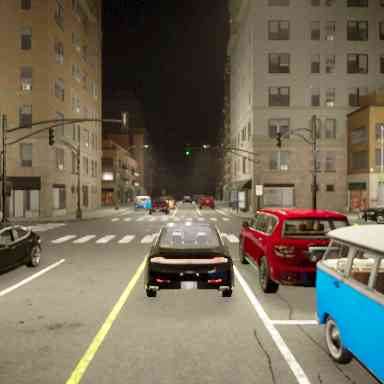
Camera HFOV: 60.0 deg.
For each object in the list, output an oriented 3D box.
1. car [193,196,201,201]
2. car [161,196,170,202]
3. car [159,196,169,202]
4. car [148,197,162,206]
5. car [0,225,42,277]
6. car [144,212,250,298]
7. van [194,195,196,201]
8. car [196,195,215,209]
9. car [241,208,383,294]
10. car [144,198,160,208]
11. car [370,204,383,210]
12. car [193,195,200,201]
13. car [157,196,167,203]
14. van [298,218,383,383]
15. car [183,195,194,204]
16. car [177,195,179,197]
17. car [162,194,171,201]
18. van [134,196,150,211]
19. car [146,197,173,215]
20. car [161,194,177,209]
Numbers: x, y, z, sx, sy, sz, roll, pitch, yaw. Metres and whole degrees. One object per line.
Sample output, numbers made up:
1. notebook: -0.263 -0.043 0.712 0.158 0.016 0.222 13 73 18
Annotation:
1. car: 1.318 1.694 89.589 1.752 1.417 4.829 0 0 -1
2. car: -6.657 1.725 83.889 1.947 1.339 4.313 0 0 -1
3. car: -6.576 1.700 78.484 2.008 1.369 4.403 0 0 -1
4. car: -6.252 1.655 56.861 1.887 1.381 4.507 0 0 -1
5. car: -5.501 1.584 8.685 1.947 1.339 4.313 0 0 -1
6. car: -0.057 1.510 8.546 2.128 1.511 4.902 0 0 0
7. van: 1.758 1.461 62.392 1.690 1.788 3.998 0 0 -1
8. car: 2.021 1.405 46.175 2.192 1.841 5.009 0 0 -1
9. car: 2.523 1.333 8.808 2.192 1.841 5.009 0 0 -1
10. car: -6.170 1.666 51.456 1.947 1.339 4.313 0 0 -1
11. car: 14.531 1.467 23.867 4.902 1.511 2.128 0 0 -1
12. car: 1.233 1.619 94.825 1.967 1.590 4.097 0 0 -1
13. car: -6.492 1.665 72.909 1.752 1.417 4.829 0 0 -1
14. van: 2.608 1.348 3.297 1.690 1.788 3.998 0 0 -1
15. car: -0.890 1.728 66.455 1.895 1.301 4.718 0 0 -1
16. car: -3.677 1.655 56.201 2.033 1.411 5.357 0 0 -1
17. car: -6.738 1.484 89.295 2.192 1.841 5.009 0 0 -1
18. van: -6.008 1.421 40.645 1.690 1.788 3.998 0 0 -1
19. car: -3.365 1.595 35.178 1.812 1.442 4.674 0 0 1
20. car: -3.515 1.440 44.956 2.097 1.767 4.553 0 0 -1
